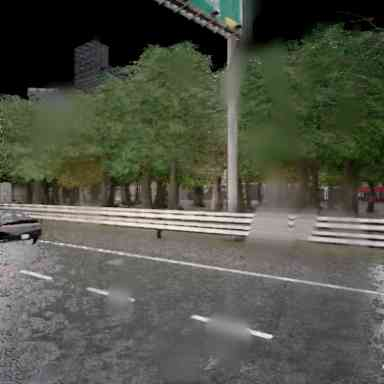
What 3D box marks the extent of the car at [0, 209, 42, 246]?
[{"bbox_3d":[-8.351,1.495,14.124,4.902,1.511,2.128,0,0,35],"label":"car"}]
